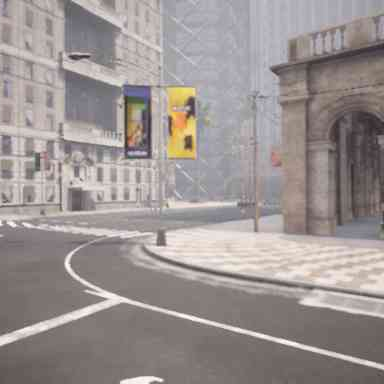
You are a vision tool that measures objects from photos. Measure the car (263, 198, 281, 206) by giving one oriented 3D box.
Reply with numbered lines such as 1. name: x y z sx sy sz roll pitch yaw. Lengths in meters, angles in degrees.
1. car: 14.672 1.807 60.859 1.994 1.385 4.181 -1 0 36

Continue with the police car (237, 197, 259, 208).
1. police car: 8.775 1.669 52.663 1.930 1.638 5.238 -1 0 36
